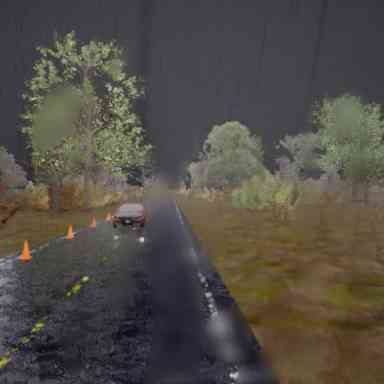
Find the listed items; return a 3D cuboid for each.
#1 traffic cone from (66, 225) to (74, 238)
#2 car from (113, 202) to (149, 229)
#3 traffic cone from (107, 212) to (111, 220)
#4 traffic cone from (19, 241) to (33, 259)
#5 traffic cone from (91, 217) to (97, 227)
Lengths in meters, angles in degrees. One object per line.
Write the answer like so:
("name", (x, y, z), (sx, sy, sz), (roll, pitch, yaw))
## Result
("traffic cone", (-5.928, 1.925, 16.237), (0.340, 0.580, 0.340), (0, 0, -4))
("car", (-3.871, 1.424, 21.669), (1.882, 1.535, 5.008), (0, 0, -4))
("traffic cone", (-6.562, 1.899, 26.217), (0.340, 0.580, 0.340), (0, 0, -4))
("traffic cone", (-5.611, 1.939, 11.247), (0.340, 0.580, 0.340), (0, 0, -4))
("traffic cone", (-6.245, 1.912, 21.227), (0.340, 0.580, 0.340), (0, 0, -4))
